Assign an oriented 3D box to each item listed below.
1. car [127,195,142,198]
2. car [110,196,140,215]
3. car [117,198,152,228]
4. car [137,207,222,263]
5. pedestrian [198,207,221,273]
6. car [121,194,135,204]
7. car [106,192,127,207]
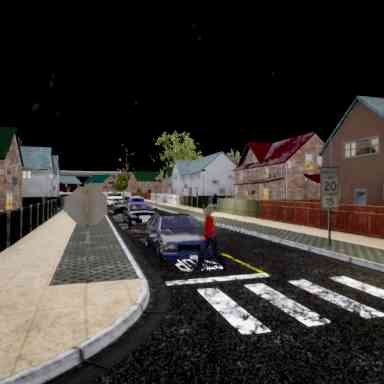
[{"bbox_3d":[-7.931,1.232,46.682,1.882,1.535,5.008,0,0,-17],"label":"car"},{"bbox_3d":[-6.337,1.409,31.248,1.994,1.385,4.181,0,0,-17],"label":"car"},{"bbox_3d":[-3.415,1.388,21.618,2.128,1.511,4.902,0,0,-17],"label":"car"},{"bbox_3d":[-0.616,1.493,12.239,2.033,1.411,5.357,0,0,-15],"label":"car"},{"bbox_3d":[0.464,1.255,8.949,0.375,1.860,0.375,0,0,-17],"label":"pedestrian"},{"bbox_3d":[-10.921,1.174,56.513,1.882,1.535,5.008,0,0,-17],"label":"car"},{"bbox_3d":[-10.605,0.992,45.604,2.150,2.045,5.566,0,0,-17],"label":"car"}]
